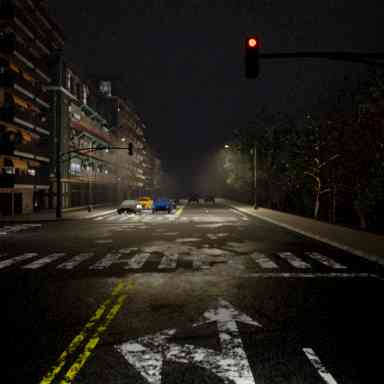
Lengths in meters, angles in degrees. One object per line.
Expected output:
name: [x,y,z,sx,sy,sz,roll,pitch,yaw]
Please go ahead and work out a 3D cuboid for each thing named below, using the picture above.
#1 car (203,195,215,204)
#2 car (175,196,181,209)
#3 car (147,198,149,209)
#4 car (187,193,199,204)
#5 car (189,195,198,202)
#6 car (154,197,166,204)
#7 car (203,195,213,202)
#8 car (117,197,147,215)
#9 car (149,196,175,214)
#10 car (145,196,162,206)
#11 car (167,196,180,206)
car: [3.531,1.525,66.094,1.837,1.490,4.892,0,0,0]
car: [-3.099,1.500,45.855,2.128,1.511,4.902,0,0,1]
car: [-6.362,1.485,44.588,1.882,1.535,5.008,0,0,1]
car: [0.281,1.242,66.140,2.150,2.045,5.566,0,0,0]
car: [0.327,1.483,76.529,2.128,1.511,4.902,0,0,0]
car: [-6.224,1.620,65.052,1.895,1.301,4.718,0,0,0]
car: [3.576,1.498,76.514,2.033,1.411,5.357,0,0,0]
car: [-6.444,1.552,34.935,2.033,1.411,5.357,0,0,0]
car: [-3.186,1.482,36.374,1.882,1.535,5.008,0,0,1]
car: [-6.270,1.504,54.728,2.128,1.511,4.902,0,0,0]
car: [-3.014,1.518,55.916,1.837,1.490,4.892,0,0,0]
